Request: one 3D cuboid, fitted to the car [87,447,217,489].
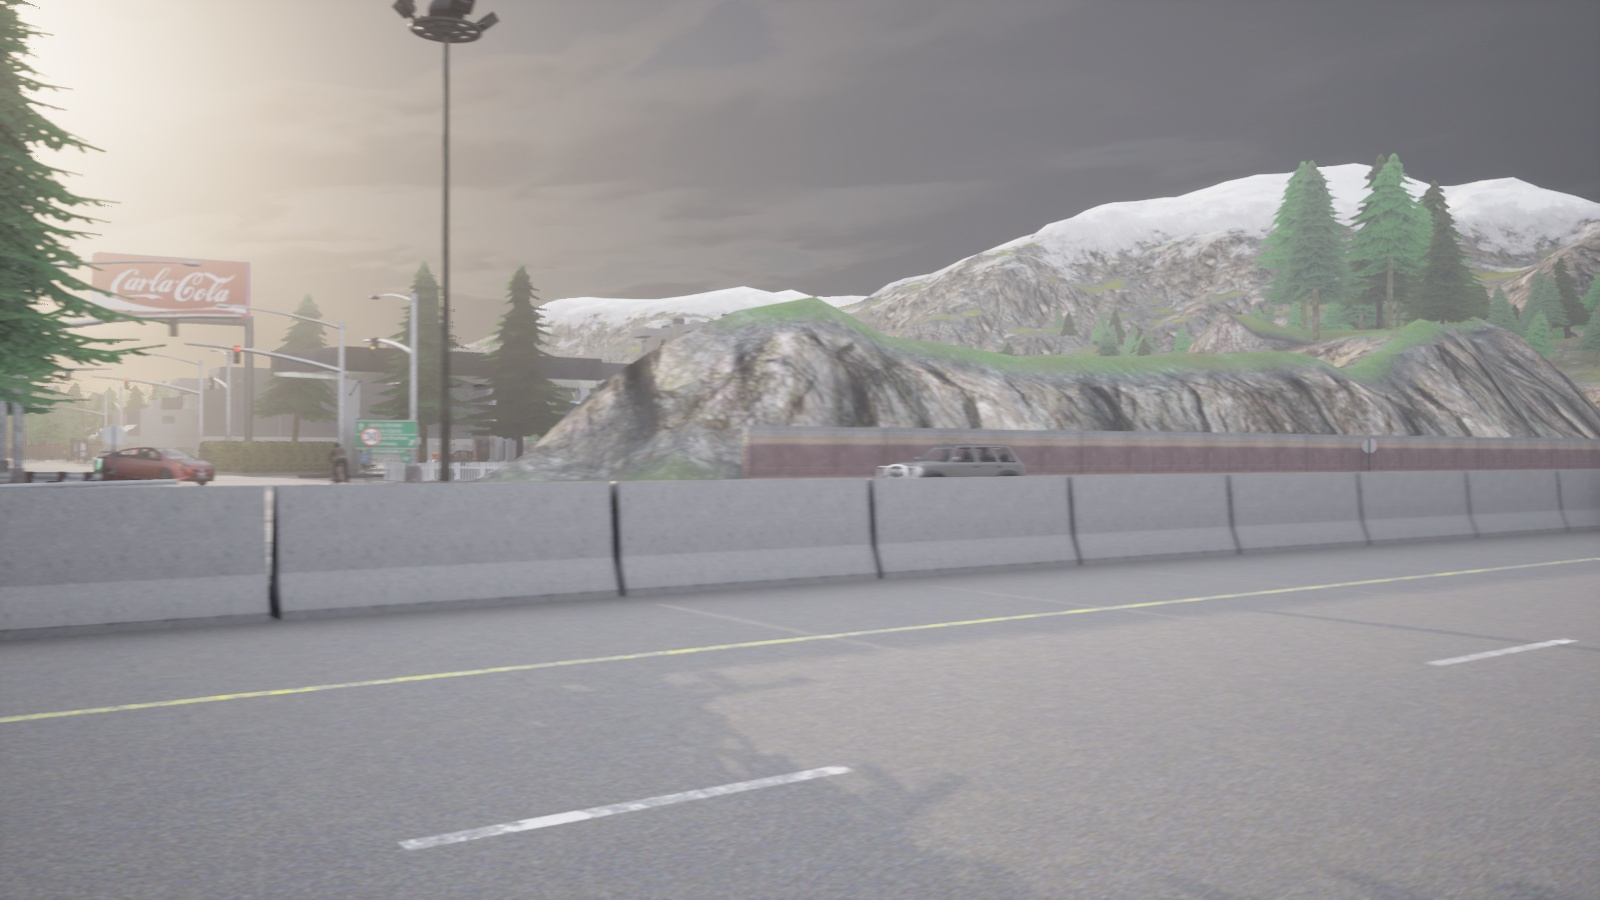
[{"bbox_3d":[-24.907,0.705,48.278,4.514,1.525,2.007,-1,-2,22],"label":"car"}]

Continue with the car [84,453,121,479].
[{"bbox_3d":[-36.780,0.844,66.226,1.481,1.376,2.207,0,-1,-35],"label":"car"}]

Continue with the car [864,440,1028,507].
[{"bbox_3d":[4.272,0.644,36.484,4.605,1.855,1.932,0,0,-35],"label":"car"}]
